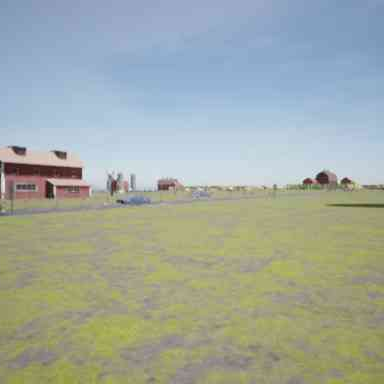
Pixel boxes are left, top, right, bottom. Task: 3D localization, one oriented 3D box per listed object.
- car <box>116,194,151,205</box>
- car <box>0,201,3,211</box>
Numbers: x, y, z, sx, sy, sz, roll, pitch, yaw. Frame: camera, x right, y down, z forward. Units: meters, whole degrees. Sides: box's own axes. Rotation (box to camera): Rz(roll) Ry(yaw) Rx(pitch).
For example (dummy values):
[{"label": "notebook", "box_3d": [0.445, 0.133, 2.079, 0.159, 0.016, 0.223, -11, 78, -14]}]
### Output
[{"label": "car", "box_3d": [-8.026, 1.009, 46.093, 2.033, 1.411, 5.357, 1, 1, 36]}, {"label": "car", "box_3d": [-19.741, 1.110, 29.951, 2.097, 1.767, 4.553, 1, 1, 36]}]
